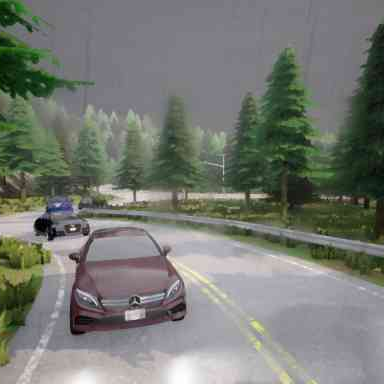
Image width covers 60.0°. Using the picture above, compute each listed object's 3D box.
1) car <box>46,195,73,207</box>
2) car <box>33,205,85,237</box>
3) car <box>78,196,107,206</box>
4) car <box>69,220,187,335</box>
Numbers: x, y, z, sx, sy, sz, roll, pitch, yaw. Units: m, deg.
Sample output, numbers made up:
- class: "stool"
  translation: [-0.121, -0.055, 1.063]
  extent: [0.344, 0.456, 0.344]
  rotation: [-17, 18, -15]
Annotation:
- class: "car"
  translation: [-12.805, 1.325, 32.213]
  extent: [2.150, 2.045, 5.566]
  rotation: [-1, 0, -18]
- class: "car"
  translation: [-7.023, 1.664, 17.742]
  extent: [1.994, 1.385, 4.181]
  rotation: [-4, 2, -38]
- class: "car"
  translation: [-12.643, 1.287, 42.797]
  extent: [2.097, 1.767, 4.553]
  rotation: [2, 2, 13]
- class: "car"
  translation: [-1.509, 1.522, 7.034]
  extent: [1.812, 1.442, 4.674]
  rotation: [-2, 0, -17]
